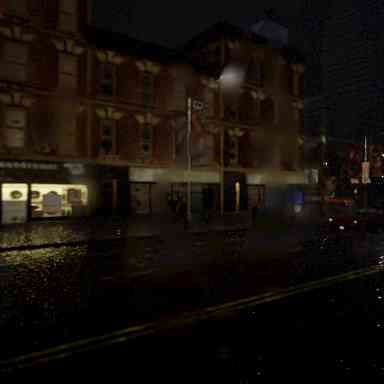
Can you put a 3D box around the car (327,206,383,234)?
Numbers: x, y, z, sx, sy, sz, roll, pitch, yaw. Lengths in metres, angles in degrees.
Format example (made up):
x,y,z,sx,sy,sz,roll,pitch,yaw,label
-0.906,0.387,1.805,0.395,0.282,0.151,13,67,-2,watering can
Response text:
x,y,z,sx,sy,sz,roll,pitch,yaw,label
10.189,1.696,19.917,4.718,1.301,1.895,0,0,-36,car

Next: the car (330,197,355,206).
x,y,z,sx,sy,sz,roll,pitch,yaw,label
27.287,1.670,60.402,2.097,1.767,4.553,0,0,-14,car

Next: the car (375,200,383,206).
x,y,z,sx,sy,sz,roll,pitch,yaw,label
31.893,1.877,53.776,1.895,1.301,4.718,0,0,-4,car
